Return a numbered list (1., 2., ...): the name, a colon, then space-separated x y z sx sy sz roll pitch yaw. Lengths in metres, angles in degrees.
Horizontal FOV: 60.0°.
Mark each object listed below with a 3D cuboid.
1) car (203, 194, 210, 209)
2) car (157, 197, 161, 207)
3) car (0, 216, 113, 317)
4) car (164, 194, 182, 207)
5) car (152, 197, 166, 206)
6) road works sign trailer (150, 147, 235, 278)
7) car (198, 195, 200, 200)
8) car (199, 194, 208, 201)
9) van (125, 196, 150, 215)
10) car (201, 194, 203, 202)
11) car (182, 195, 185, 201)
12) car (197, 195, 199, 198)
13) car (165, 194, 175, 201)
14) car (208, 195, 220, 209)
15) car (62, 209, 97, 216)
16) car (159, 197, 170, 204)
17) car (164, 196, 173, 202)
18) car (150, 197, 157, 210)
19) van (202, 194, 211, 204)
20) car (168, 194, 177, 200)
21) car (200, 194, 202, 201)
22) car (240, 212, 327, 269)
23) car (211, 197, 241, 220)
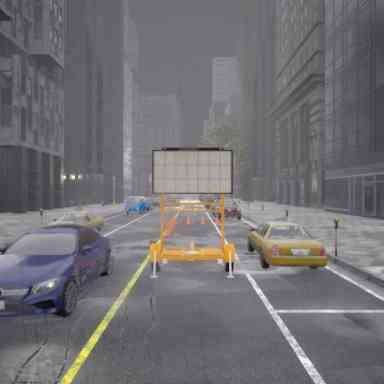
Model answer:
1. car: 2.935 1.320 44.628 2.192 1.841 5.009 0 0 0
2. car: -5.581 1.455 50.296 1.967 1.590 4.097 0 0 0
3. car: -3.088 1.523 7.569 1.812 1.442 4.674 0 0 0
4. car: -3.009 1.366 50.046 2.097 1.767 4.553 0 0 0
5. car: -5.571 1.570 55.934 1.887 1.381 4.507 0 0 0
6. road works sign trailer: 0.016 0.460 10.108 2.380 3.560 2.880 0 0 0
7. car: 2.993 1.654 78.465 1.802 1.307 4.206 0 0 0
8. car: 3.012 1.428 89.744 2.192 1.841 5.009 0 0 0
9. van: -5.609 1.333 33.379 1.690 1.788 3.998 0 0 0
10. car: 2.945 1.330 50.267 2.192 1.841 5.009 0 0 0
11. car: -2.844 1.608 90.118 1.837 1.490 4.892 0 0 0
12. car: 3.002 1.657 84.103 1.947 1.339 4.313 0 0 0
13. car: -5.523 1.406 84.128 2.192 1.841 5.009 0 0 0
14. car: 2.916 1.432 33.348 1.967 1.590 4.097 0 0 0
15. car: -5.640 1.518 16.254 1.752 1.417 4.829 0 0 1
16. car: -5.551 1.628 67.213 1.802 1.307 4.206 0 0 0
17. car: -5.533 1.596 78.320 1.752 1.417 4.829 0 0 0
18. car: -5.600 1.562 39.017 1.947 1.339 4.313 0 0 0
19. van: 2.974 1.387 67.186 1.690 1.788 3.998 0 0 0
20. car: -5.504 1.450 95.407 2.192 1.841 5.009 0 0 0
21. car: 2.964 1.475 61.546 1.967 1.590 4.097 0 0 0
22. car: 2.884 1.520 10.994 1.752 1.417 4.829 0 0 1
23. car: 2.906 1.429 27.710 1.967 1.590 4.097 0 0 0
